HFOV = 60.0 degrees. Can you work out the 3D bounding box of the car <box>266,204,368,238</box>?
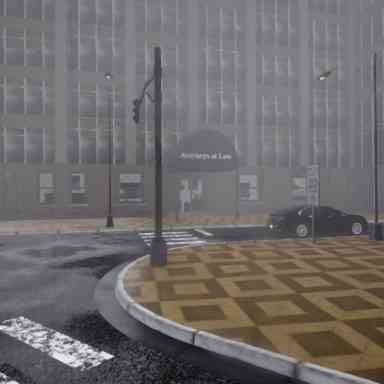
[{"bbox_3d":[6.012,1.321,15.951,4.892,1.490,1.837,0,0,-14],"label":"car"}]
